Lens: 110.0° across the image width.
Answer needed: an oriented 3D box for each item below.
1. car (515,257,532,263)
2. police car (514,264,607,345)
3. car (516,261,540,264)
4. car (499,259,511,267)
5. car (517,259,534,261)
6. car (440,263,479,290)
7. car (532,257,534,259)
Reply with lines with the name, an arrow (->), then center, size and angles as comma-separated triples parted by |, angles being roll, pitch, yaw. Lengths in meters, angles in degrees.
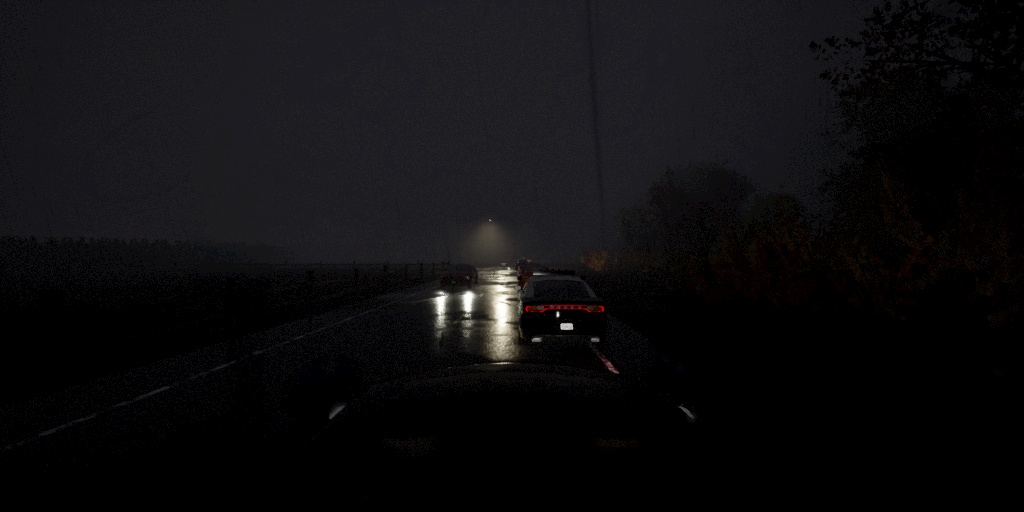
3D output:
car -> 1.458, 1.227, 49.185 | 1.837, 1.490, 4.892 | 0, 0, 4
police car -> 1.101, 1.173, 9.597 | 1.930, 1.638, 5.238 | 0, 0, 1
car -> 1.270, 1.222, 19.452 | 1.882, 1.535, 5.008 | 0, 0, 1
car -> -1.227, 1.232, 63.078 | 1.812, 1.442, 4.674 | 0, 0, 5
car -> 1.428, 1.218, 25.431 | 1.882, 1.535, 5.008 | 0, 0, 2
car -> -3.275, 1.219, 22.933 | 1.882, 1.535, 5.008 | 0, 0, 2
car -> 2.167, 1.062, 61.116 | 2.097, 1.767, 4.553 | 0, 0, 4
